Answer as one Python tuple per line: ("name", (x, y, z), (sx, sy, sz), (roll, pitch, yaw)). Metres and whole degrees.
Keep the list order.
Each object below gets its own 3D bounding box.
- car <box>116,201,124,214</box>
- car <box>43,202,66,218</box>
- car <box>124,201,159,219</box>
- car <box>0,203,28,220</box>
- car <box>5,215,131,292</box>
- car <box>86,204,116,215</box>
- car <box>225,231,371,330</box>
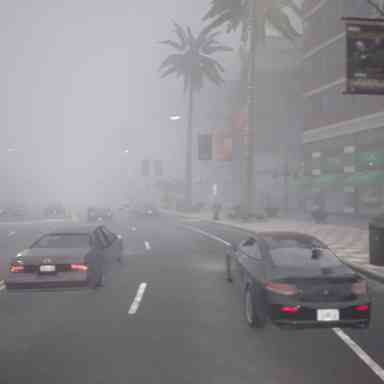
("car", (-8.004, 1.743, 38.828), (1.812, 1.442, 4.674), (0, 0, -20))
("car", (-13.350, 1.704, 32.468), (1.994, 1.385, 4.181), (0, 0, -20))
("car", (-4.550, 1.722, 30.796), (1.994, 1.385, 4.181), (0, 0, -26))
("car", (-16.543, 1.732, 31.001), (1.882, 1.535, 5.008), (0, -1, -20))
("car", (-3.119, 1.609, 9.246), (2.033, 1.411, 5.357), (0, 0, -4))
("car", (-7.717, 1.770, 27.401), (1.895, 1.301, 4.718), (0, 0, -19))
("car", (1.821, 1.540, 6.891), (1.812, 1.442, 4.674), (0, 0, -1))
